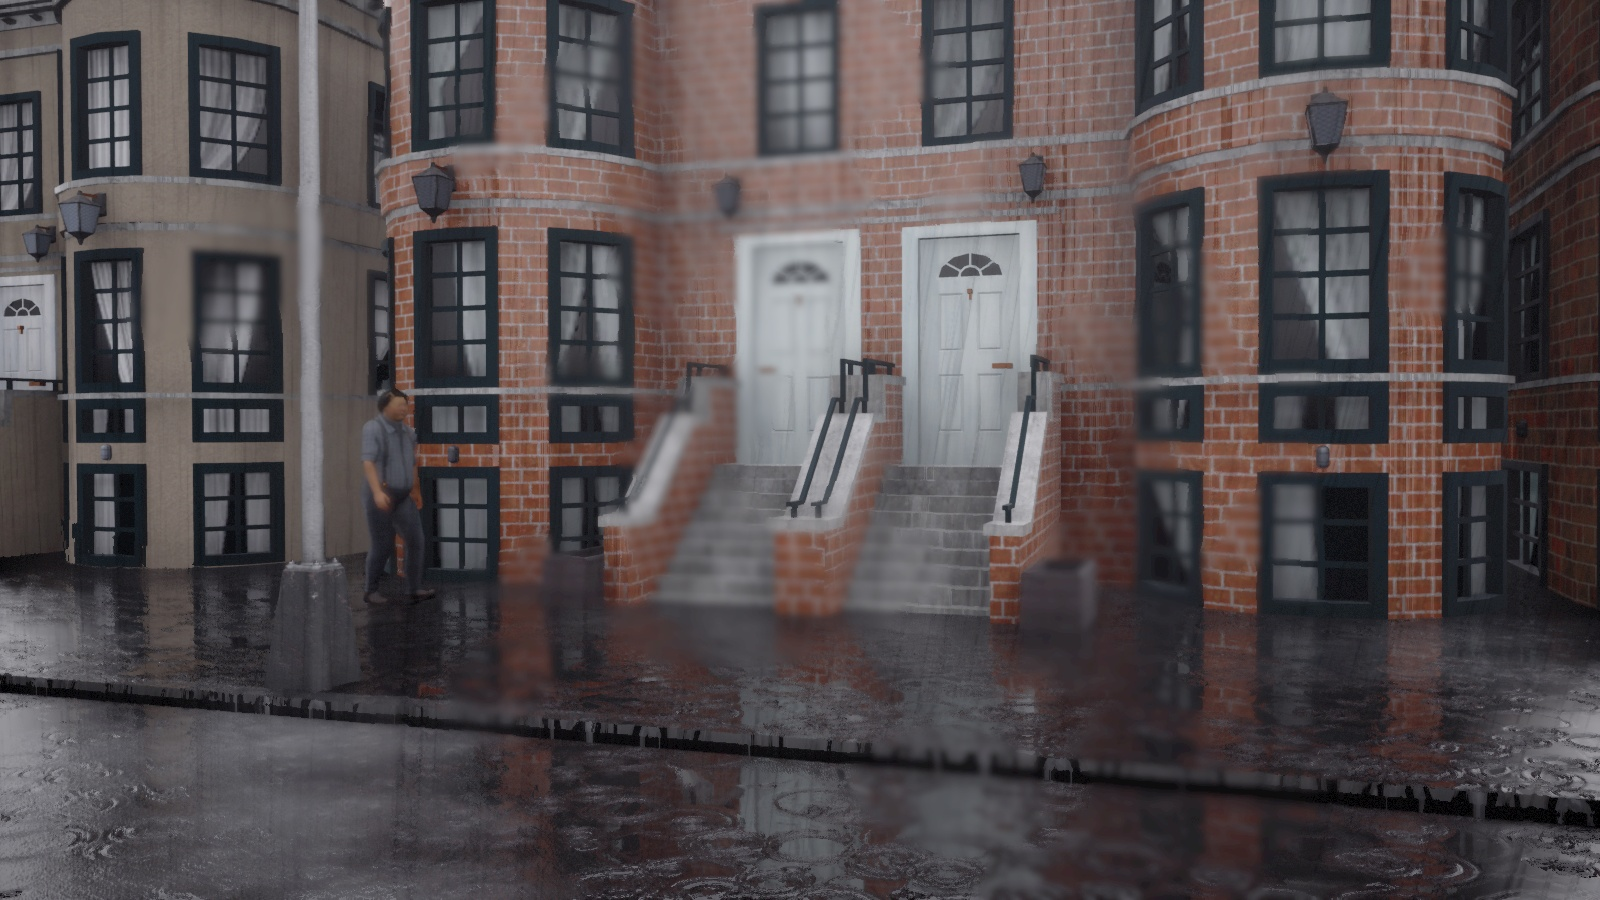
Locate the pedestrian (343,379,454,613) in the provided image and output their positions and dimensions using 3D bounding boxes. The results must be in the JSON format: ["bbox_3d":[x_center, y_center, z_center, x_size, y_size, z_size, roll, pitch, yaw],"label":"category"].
[{"bbox_3d":[-3.302,0.358,10.334,0.694,1.848,0.540,1,1,32],"label":"pedestrian"}]
